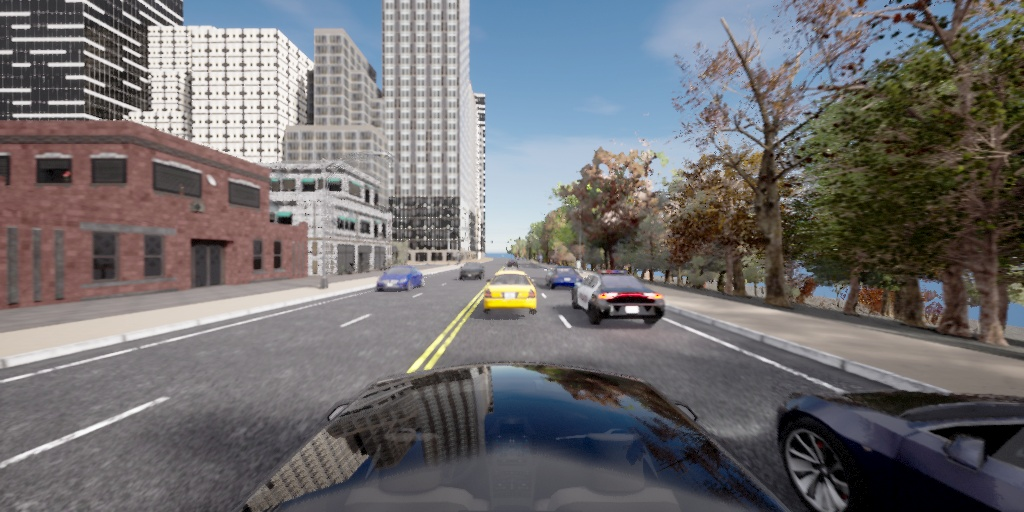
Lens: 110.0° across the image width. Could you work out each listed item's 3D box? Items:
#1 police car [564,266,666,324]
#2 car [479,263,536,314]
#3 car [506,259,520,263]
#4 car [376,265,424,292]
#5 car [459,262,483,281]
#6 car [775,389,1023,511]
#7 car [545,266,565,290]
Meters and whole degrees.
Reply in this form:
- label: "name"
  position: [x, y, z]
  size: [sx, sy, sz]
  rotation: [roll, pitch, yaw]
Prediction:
- label: "police car"
  position: [3.251, 1.268, 12.105]
  size: [2.038, 1.542, 4.974]
  rotation: [0, 0, 0]
- label: "car"
  position: [-0.049, 1.221, 13.876]
  size: [1.801, 1.575, 5.366]
  rotation: [0, 0, 0]
- label: "car"
  position: [0.086, 1.294, 56.121]
  size: [1.837, 1.490, 4.892]
  rotation: [0, 0, 0]
- label: "car"
  position: [-6.596, 1.301, 21.671]
  size: [1.812, 1.442, 4.674]
  rotation: [0, 0, 0]
- label: "car"
  position: [-3.339, 1.263, 30.942]
  size: [1.882, 1.535, 5.008]
  rotation: [0, 0, 0]
- label: "car"
  position: [3.250, 1.253, 1.134]
  size: [2.163, 1.488, 4.792]
  rotation: [0, 0, 0]
- label: "car"
  position: [3.253, 1.341, 23.105]
  size: [1.994, 1.385, 4.181]
  rotation: [0, 0, 0]
